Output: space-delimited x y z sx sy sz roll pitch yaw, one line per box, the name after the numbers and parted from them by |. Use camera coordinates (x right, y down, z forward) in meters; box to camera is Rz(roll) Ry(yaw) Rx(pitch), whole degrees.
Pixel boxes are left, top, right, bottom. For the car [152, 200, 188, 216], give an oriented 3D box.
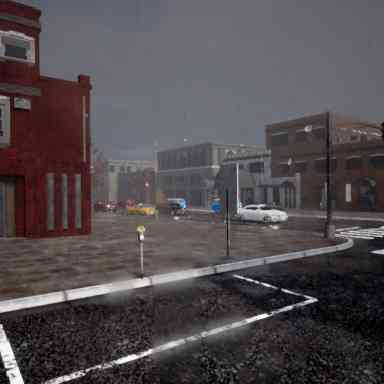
-2.332 1.967 38.674 1.837 1.490 4.892 -1 0 -36 | car

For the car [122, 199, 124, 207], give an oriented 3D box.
-13.090 2.287 53.568 1.994 1.385 4.181 -1 -1 -36 | car

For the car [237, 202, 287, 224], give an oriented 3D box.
5.696 1.793 27.662 1.812 1.442 4.674 -1 0 -36 | car

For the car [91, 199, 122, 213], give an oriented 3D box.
-12.708 2.001 48.521 2.192 1.841 5.009 -2 0 -36 | car

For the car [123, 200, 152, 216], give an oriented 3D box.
-5.930 2.048 39.241 1.752 1.417 4.829 -2 0 -36 | car

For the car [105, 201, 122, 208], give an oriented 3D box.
-15.941 2.433 67.122 1.802 1.307 4.206 -2 0 -36 | car

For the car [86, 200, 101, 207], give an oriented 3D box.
-22.614 2.595 76.266 1.802 1.307 4.206 -2 0 -36 | car

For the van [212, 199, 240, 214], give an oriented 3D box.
4.068 1.707 39.693 1.690 1.788 3.998 -2 0 -36 | van

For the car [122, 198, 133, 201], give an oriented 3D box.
-12.613 2.085 62.551 2.192 1.841 5.009 -2 0 -36 | car
